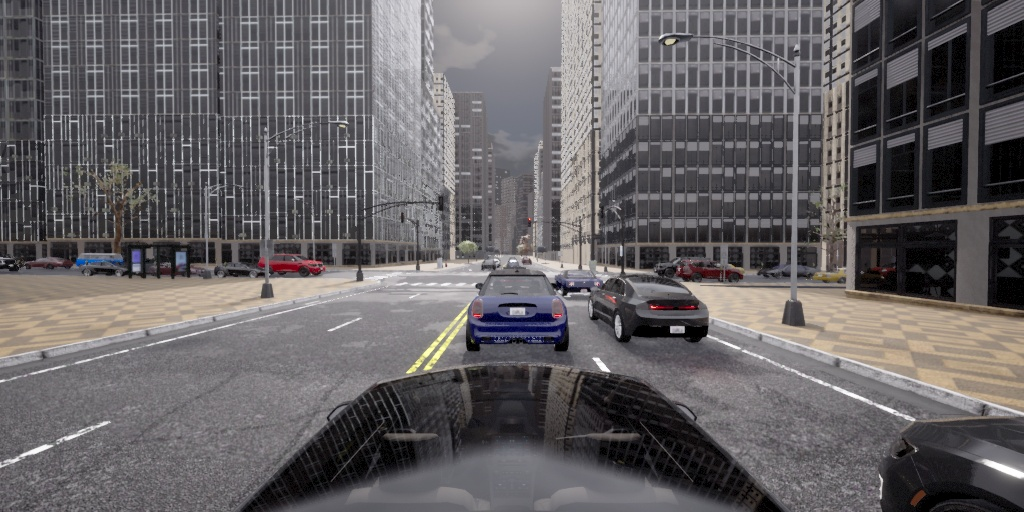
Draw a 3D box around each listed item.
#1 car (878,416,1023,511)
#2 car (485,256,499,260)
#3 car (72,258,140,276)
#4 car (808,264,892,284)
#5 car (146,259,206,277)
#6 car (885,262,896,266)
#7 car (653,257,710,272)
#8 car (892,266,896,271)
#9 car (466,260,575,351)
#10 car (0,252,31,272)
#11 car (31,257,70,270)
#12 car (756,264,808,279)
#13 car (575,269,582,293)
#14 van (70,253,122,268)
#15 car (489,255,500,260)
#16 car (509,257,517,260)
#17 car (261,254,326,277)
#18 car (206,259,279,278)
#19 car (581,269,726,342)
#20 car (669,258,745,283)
[{"bbox_3d":[3.344,1.255,0.318,1.837,1.490,4.892,0,0,0],"label":"car"},{"bbox_3d":[-3.260,1.192,50.645,1.882,1.535,5.008,0,0,0],"label":"car"},{"bbox_3d":[-34.047,1.069,30.628,4.313,1.339,1.948,0,0,1],"label":"car"},{"bbox_3d":[27.689,1.579,29.491,4.829,1.417,1.751,0,0,1],"label":"car"},{"bbox_3d":[-28.367,1.138,30.445,4.207,1.307,1.802,0,0,1],"label":"car"},{"bbox_3d":[37.483,1.398,35.067,4.553,1.767,2.097,1,1,1],"label":"car"},{"bbox_3d":[16.986,1.089,35.467,5.566,2.045,2.150,1,1,1],"label":"car"},{"bbox_3d":[33.159,1.684,29.387,4.207,1.307,1.802,0,0,1],"label":"car"},{"bbox_3d":[0.112,1.098,9.111,2.097,1.767,4.553,0,0,0],"label":"car"},{"bbox_3d":[-49.593,0.540,33.656,5.566,2.045,2.150,0,1,2],"label":"car"},{"bbox_3d":[-50.905,0.793,39.433,4.207,1.307,1.802,0,0,1],"label":"car"},{"bbox_3d":[27.245,1.504,35.278,5.357,1.411,2.033,0,1,1],"label":"car"},{"bbox_3d":[3.380,1.341,19.027,1.895,1.301,4.718,0,0,0],"label":"car"},{"bbox_3d":[-45.223,0.605,39.308,3.998,1.789,1.690,0,0,1],"label":"van"},{"bbox_3d":[-3.228,0.925,60.594,2.150,2.045,5.566,0,0,0],"label":"car"},{"bbox_3d":[0.185,1.269,59.827,1.994,1.385,4.181,0,0,0],"label":"car"},{"bbox_3d":[-20.228,0.808,32.950,5.566,2.045,2.150,0,1,1],"label":"car"},{"bbox_3d":[-22.683,1.174,30.302,4.313,1.339,1.948,0,0,1],"label":"car"},{"bbox_3d":[3.363,1.251,9.717,1.837,1.490,4.892,0,0,0],"label":"car"},{"bbox_3d":[16.241,1.269,29.707,5.009,1.841,2.192,0,0,1],"label":"car"}]
